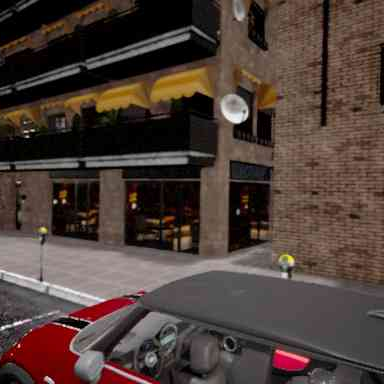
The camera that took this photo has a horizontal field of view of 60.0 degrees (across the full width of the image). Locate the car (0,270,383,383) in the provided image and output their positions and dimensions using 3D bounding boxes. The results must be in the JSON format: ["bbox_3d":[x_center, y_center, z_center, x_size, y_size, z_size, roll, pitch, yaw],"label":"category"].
[{"bbox_3d":[0.110,1.438,2.773,4.097,1.590,1.967,0,1,36],"label":"car"}]
